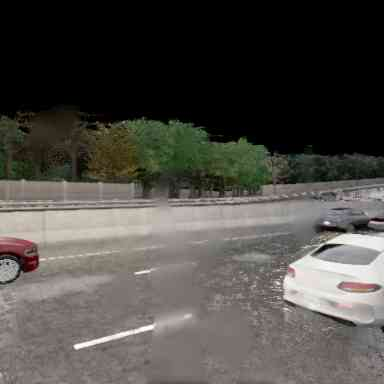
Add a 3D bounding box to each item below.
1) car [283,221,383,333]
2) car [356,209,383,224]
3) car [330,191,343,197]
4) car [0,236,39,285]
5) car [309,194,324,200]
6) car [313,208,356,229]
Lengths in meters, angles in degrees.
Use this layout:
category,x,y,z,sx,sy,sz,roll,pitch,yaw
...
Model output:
category,x,y,z,sx,sy,sz,roll,pitch,yaw
car,3.746,1.530,6.527,4.674,1.442,1.812,0,0,-35
car,9.836,1.502,15.012,4.902,1.511,2.128,0,0,-35
car,36.625,0.427,83.906,2.033,1.411,5.357,0,3,40
car,-6.328,1.477,7.829,5.008,1.535,1.882,0,0,-36
car,26.745,1.067,71.513,1.895,1.301,4.718,0,2,36
car,8.653,1.575,18.463,4.181,1.385,1.994,0,0,-35
